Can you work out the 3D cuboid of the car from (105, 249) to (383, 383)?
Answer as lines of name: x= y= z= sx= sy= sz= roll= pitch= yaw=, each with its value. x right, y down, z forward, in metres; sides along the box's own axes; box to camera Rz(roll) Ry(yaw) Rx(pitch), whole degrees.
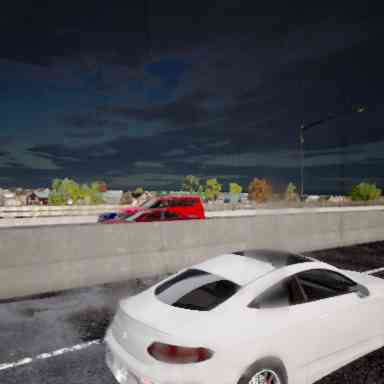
car: x=1.190 y=1.543 z=4.550 sx=4.674 sy=1.442 sz=1.812 roll=0 pitch=0 yaw=-35

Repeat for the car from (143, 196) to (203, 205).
car: x=-1.736 y=1.273 z=19.801 sx=5.566 sy=2.045 sz=2.150 roll=0 pitch=0 yaw=-35

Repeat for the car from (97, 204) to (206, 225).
car: x=-1.966 y=1.514 z=15.392 sx=5.008 sy=1.535 sz=1.882 roll=0 pitch=0 yaw=-35

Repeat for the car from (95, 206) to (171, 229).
car: x=-3.914 y=1.651 z=22.565 sx=4.718 sy=1.301 sz=1.895 roll=0 pitch=0 yaw=-35
